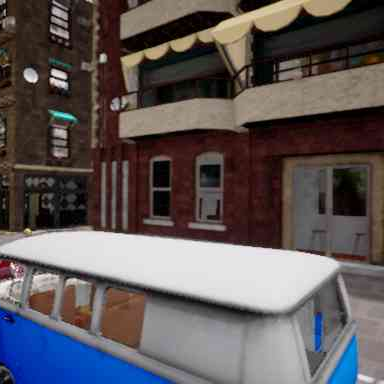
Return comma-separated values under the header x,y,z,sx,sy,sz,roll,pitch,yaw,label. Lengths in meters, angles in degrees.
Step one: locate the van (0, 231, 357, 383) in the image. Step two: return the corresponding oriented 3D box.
x,y,z,sx,sy,sz,roll,pitch,yaw,label
-0.547,1.368,3.252,3.998,1.788,1.690,-1,1,36,van
